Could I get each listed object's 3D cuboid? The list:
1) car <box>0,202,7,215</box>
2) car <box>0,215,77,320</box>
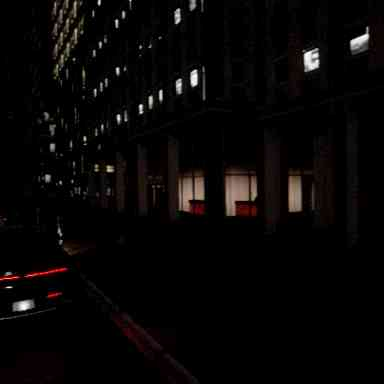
[{"bbox_3d":[-11.686,1.429,19.301,1.752,1.417,4.829,-2,1,-31],"label":"car"},{"bbox_3d":[-3.796,1.454,7.093,1.837,1.490,4.892,-2,1,-31],"label":"car"}]
